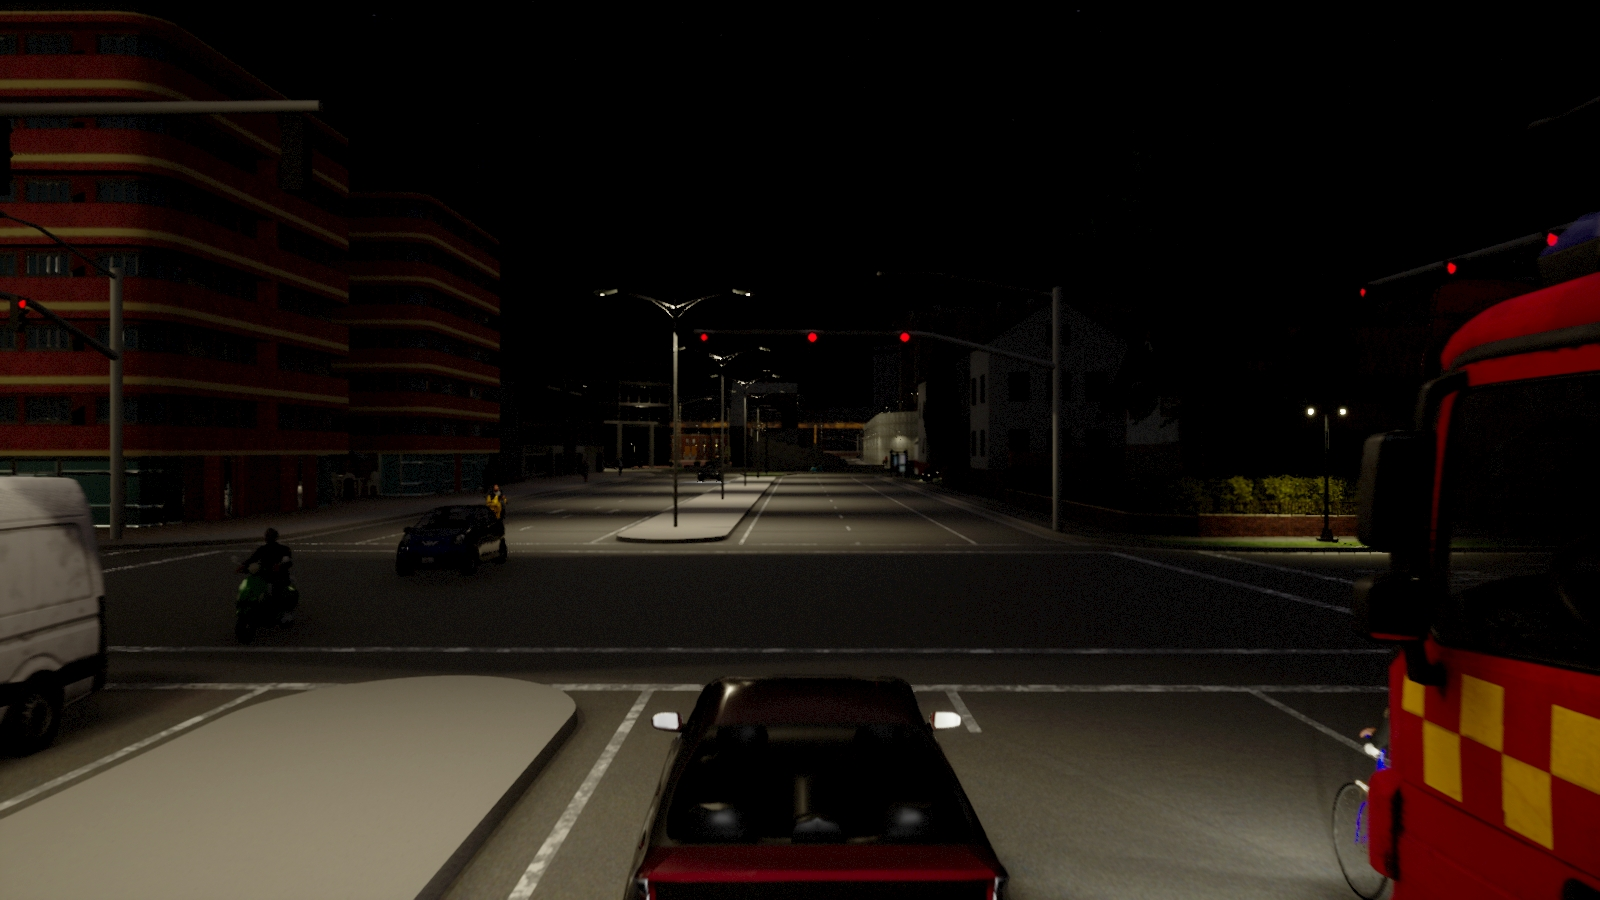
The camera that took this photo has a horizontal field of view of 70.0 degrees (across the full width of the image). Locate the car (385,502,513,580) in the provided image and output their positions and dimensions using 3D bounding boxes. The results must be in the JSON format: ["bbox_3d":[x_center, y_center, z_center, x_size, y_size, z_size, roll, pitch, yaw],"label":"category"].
[{"bbox_3d":[-8.014,2.041,26.399,1.845,1.501,3.633,0,0,0],"label":"car"}]

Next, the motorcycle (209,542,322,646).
[{"bbox_3d":[-7.999,2.132,17.205,0.856,1.341,1.805,0,0,0],"label":"motorcycle"}]

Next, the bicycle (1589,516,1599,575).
[{"bbox_3d":[18.635,2.145,25.462,1.487,1.301,0.859,0,0,0],"label":"bicycle"}]

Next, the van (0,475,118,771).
[{"bbox_3d":[-8.015,1.536,8.808,1.988,2.561,5.915,0,0,0],"label":"van"}]

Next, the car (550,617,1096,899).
[{"bbox_3d":[0.058,2.040,6.462,2.007,1.525,4.514,0,0,-1],"label":"car"}]

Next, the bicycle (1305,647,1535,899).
[{"bbox_3d":[3.486,2.048,6.594,0.329,1.496,1.835,0,0,0],"label":"bicycle"}]
